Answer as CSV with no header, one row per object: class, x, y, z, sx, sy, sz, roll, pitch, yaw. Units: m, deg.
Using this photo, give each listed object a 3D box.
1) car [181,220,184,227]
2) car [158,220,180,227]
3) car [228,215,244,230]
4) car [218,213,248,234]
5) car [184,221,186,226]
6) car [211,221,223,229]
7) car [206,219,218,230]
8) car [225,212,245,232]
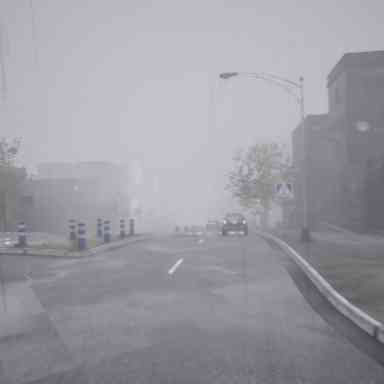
car,-5.459,8.864,89.643,4.792,1.488,2.163,0,-5,-12
car,-6.217,8.267,83.634,4.892,1.521,2.231,0,-5,-13
car,6.370,4.452,48.566,2.150,2.045,5.566,-1,-6,7
car,3.641,2.635,28.275,2.097,1.767,4.553,-1,-6,8
car,-5.206,9.117,92.620,5.366,1.575,1.946,0,-5,-12
car,4.494,5.852,58.752,1.895,1.301,4.718,-1,-6,8
car,3.127,4.755,48.477,2.128,1.511,4.902,-2,-6,8
car,4.986,3.470,38.345,2.150,2.045,5.566,-2,-6,8
